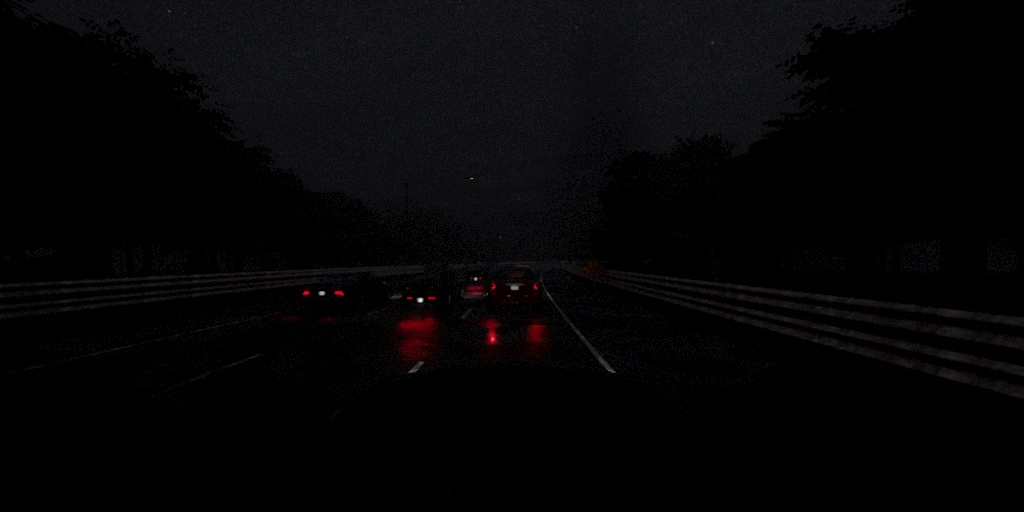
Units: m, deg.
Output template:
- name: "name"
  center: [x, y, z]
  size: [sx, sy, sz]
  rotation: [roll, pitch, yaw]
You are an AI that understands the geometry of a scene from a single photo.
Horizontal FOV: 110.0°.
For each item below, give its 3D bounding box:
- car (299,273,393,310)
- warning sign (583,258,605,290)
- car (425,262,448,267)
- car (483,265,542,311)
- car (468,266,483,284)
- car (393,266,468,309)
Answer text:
- name: "car"
  center: [-6.847, 1.433, 15.542]
  size: [2.033, 1.411, 5.357]
  rotation: [0, -1, 2]
- name: "warning sign"
  center: [4.901, 1.069, 21.432]
  size: [1.300, 1.860, 1.060]
  rotation: [0, 0, 2]
- name: "car"
  center: [-6.217, 1.409, 30.554]
  size: [2.097, 1.767, 4.553]
  rotation: [0, -1, 3]
- name: "car"
  center: [0.156, 1.237, 15.449]
  size: [2.097, 1.767, 4.553]
  rotation: [0, -1, 2]
- name: "car"
  center: [-2.705, 1.569, 30.594]
  size: [1.837, 1.490, 4.892]
  rotation: [0, 0, 4]
- name: "car"
  center: [-3.334, 1.397, 15.766]
  size: [1.837, 1.490, 4.892]
  rotation: [0, 0, 2]
